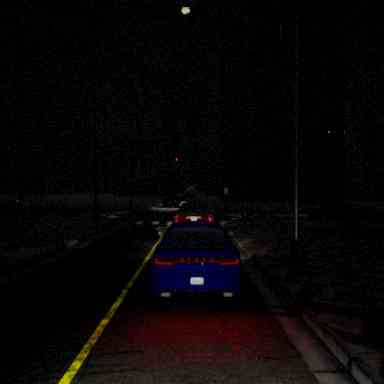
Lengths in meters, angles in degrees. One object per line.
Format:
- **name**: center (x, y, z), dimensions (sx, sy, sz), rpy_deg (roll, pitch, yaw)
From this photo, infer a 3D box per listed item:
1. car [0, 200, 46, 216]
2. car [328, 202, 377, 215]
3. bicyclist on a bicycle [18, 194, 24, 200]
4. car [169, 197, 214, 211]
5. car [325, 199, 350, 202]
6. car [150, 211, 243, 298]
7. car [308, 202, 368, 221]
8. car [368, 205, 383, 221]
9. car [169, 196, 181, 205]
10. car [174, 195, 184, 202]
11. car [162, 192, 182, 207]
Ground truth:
- **car**: center (-14.784, 1.351, 28.293), dimensions (4.403, 1.369, 2.008), rpy_deg (1, -1, 0)
- **car**: center (17.773, 1.821, 36.925), dimensions (4.403, 1.369, 2.008), rpy_deg (1, -1, 0)
- **bicyclist on a bicycle**: center (-20.511, 1.008, 39.775), dimensions (0.582, 1.620, 1.656), rpy_deg (1, 0, 0)
- **car**: center (0.114, 1.342, 17.709), dimensions (2.097, 1.767, 4.553), rpy_deg (0, 0, 1)
- **car**: center (14.377, 1.572, 34.247), dimensions (4.553, 1.767, 2.097), rpy_deg (1, 0, 0)
- **car**: center (0.098, 1.473, 8.555), dimensions (1.882, 1.535, 5.008), rpy_deg (0, 0, 0)
- **car**: center (12.125, 1.758, 28.398), dimensions (4.313, 1.339, 1.947), rpy_deg (1, -1, 0)
- **car**: center (17.938, 1.808, 28.401), dimensions (4.829, 1.417, 1.752), rpy_deg (1, -1, 0)
- **car**: center (-3.088, 1.493, 61.282), dimensions (1.812, 1.442, 4.674), rpy_deg (0, 1, 0)
- **car**: center (-3.037, 1.478, 76.607), dimensions (2.128, 1.511, 4.902), rpy_deg (0, 0, 0)
- **car**: center (-3.111, 1.194, 49.352), dimensions (2.150, 2.045, 5.566), rpy_deg (0, 0, 0)
